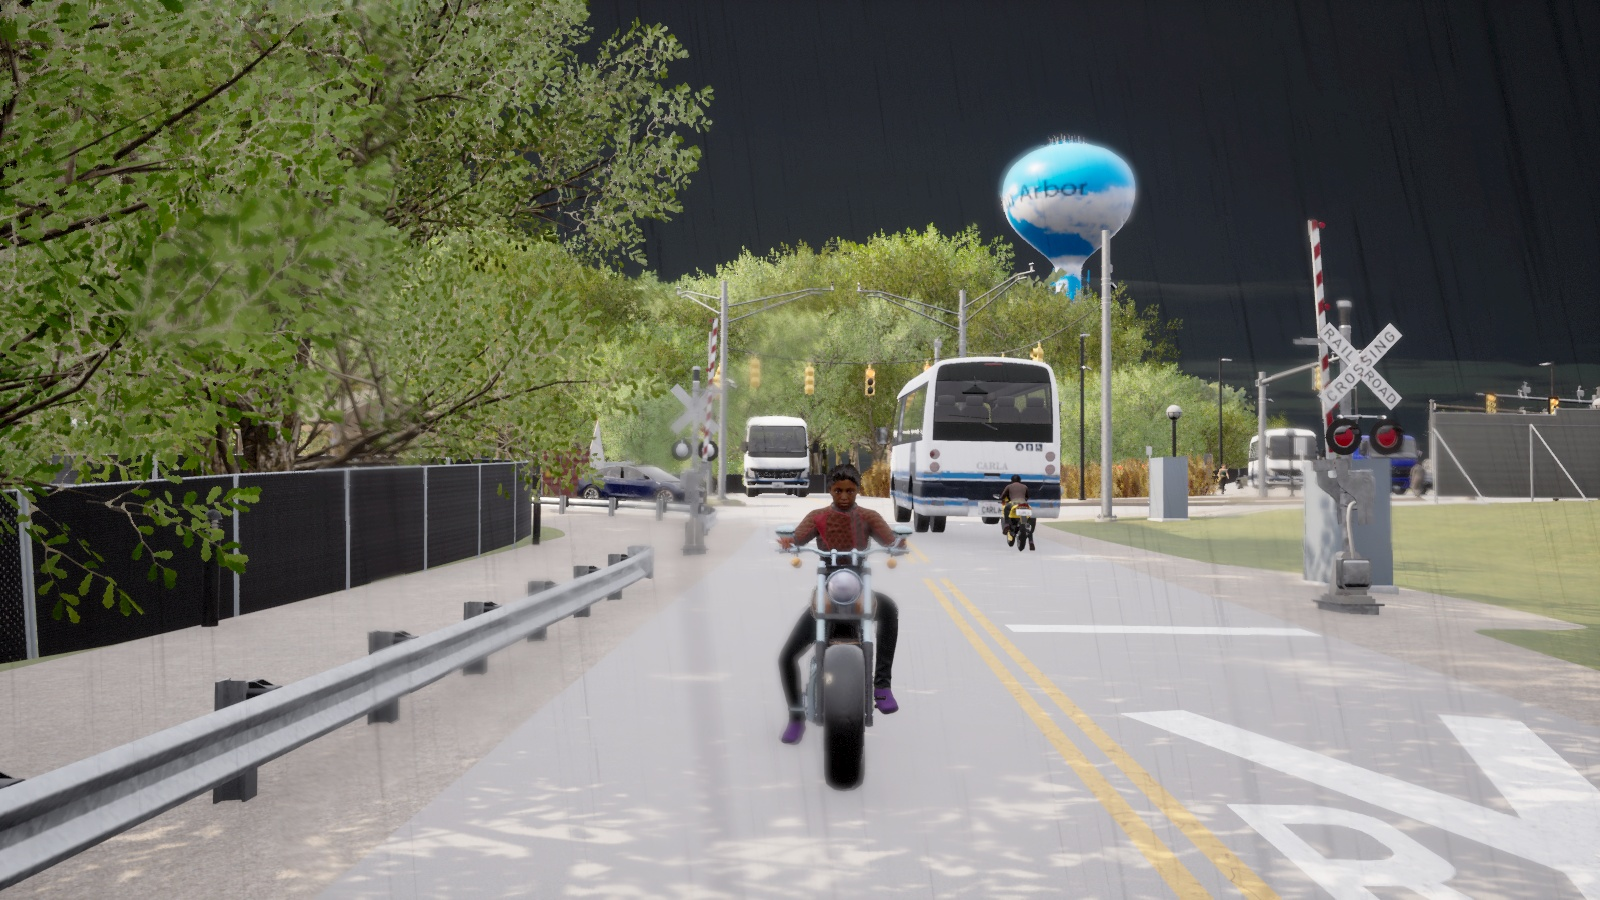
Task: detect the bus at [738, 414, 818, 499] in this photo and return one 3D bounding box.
[{"bbox_3d":[-1.333,0.399,67.842,3.944,4.253,10.273,0,-1,-3],"label":"bus"}]

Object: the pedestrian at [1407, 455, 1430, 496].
[{"bbox_3d":[29.244,1.212,59.384,0.659,1.952,0.873,0,-3,0],"label":"pedestrian"}]

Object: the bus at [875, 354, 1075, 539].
[{"bbox_3d":[4.385,-0.011,34.388,3.944,4.253,10.273,1,-1,0],"label":"bus"}]

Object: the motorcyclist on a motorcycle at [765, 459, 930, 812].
[{"bbox_3d":[0.255,0.884,7.056,0.766,1.649,2.350,0,-1,2],"label":"motorcyclist on a motorcycle"}]

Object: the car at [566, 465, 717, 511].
[{"bbox_3d":[-5.465,1.299,43.212,4.792,1.488,2.163,0,-2,28],"label":"car"}]

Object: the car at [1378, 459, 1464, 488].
[{"bbox_3d":[36.102,1.365,73.142,2.152,1.651,5.027,0,-1,-5],"label":"car"}]

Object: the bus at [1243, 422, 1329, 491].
[{"bbox_3d":[33.062,0.567,85.931,3.944,4.253,10.273,0,-3,12],"label":"bus"}]

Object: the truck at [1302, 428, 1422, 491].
[{"bbox_3d":[32.451,0.592,72.945,2.891,3.462,7.936,0,-1,-5],"label":"truck"}]

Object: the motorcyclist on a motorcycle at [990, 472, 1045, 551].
[{"bbox_3d":[4.381,1.217,25.429,0.797,1.523,2.044,0,-1,1],"label":"motorcyclist on a motorcycle"}]
